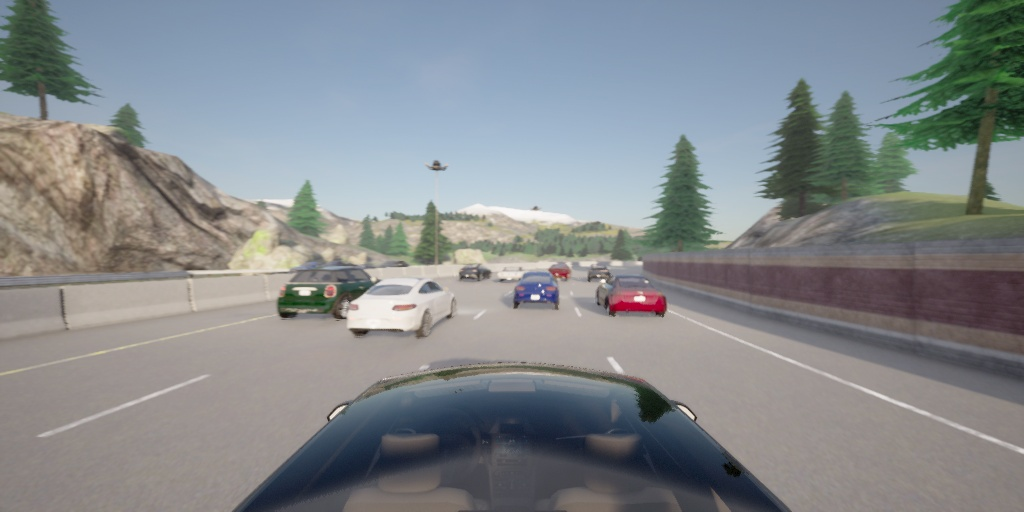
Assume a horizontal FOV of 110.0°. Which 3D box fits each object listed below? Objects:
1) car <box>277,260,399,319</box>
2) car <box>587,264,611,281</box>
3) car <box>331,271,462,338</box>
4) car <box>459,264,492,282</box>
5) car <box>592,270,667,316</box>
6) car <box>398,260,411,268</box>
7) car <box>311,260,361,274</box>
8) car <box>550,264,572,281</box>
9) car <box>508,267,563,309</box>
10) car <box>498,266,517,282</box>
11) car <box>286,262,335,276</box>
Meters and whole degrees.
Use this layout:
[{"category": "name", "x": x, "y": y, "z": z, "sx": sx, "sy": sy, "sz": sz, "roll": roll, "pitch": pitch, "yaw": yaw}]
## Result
[{"category": "car", "x": -6.153, "y": 1.156, "z": 13.073, "sx": 2.097, "sy": 1.767, "sz": 4.553, "roll": 0, "pitch": 0, "yaw": 5}, {"category": "car", "x": 7.825, "y": 1.466, "z": 32.318, "sx": 2.128, "sy": 1.511, "sz": 4.902, "roll": 0, "pitch": 0, "yaw": 14}, {"category": "car", "x": -2.913, "y": 1.322, "z": 10.273, "sx": 1.812, "sy": 1.442, "sz": 4.674, "roll": 0, "pitch": 0, "yaw": 4}, {"category": "car", "x": -3.141, "y": 1.427, "z": 31.642, "sx": 2.128, "sy": 1.511, "sz": 4.902, "roll": 0, "pitch": 0, "yaw": 13}, {"category": "car", "x": 4.469, "y": 1.408, "z": 13.942, "sx": 1.994, "sy": 1.385, "sz": 4.181, "roll": 0, "pitch": 0, "yaw": 6}, {"category": "car", "x": -12.586, "y": 1.164, "z": 38.040, "sx": 1.837, "sy": 1.490, "sz": 4.892, "roll": 0, "pitch": 0, "yaw": 15}, {"category": "car", "x": -19.359, "y": 1.194, "z": 39.806, "sx": 2.033, "sy": 1.411, "sz": 5.357, "roll": 0, "pitch": 0, "yaw": 15}, {"category": "car", "x": 4.411, "y": 1.446, "z": 33.082, "sx": 1.882, "sy": 1.535, "sz": 5.008, "roll": 0, "pitch": 0, "yaw": 14}, {"category": "car", "x": 1.117, "y": 1.369, "z": 15.523, "sx": 1.812, "sy": 1.442, "sz": 4.674, "roll": 0, "pitch": 0, "yaw": 6}, {"category": "car", "x": 0.274, "y": 1.543, "z": 31.000, "sx": 1.895, "sy": 1.301, "sz": 4.718, "roll": 0, "pitch": 0, "yaw": 13}, {"category": "car", "x": -22.751, "y": 1.423, "z": 40.670, "sx": 1.882, "sy": 1.535, "sz": 5.008, "roll": 0, "pitch": 0, "yaw": 15}]
